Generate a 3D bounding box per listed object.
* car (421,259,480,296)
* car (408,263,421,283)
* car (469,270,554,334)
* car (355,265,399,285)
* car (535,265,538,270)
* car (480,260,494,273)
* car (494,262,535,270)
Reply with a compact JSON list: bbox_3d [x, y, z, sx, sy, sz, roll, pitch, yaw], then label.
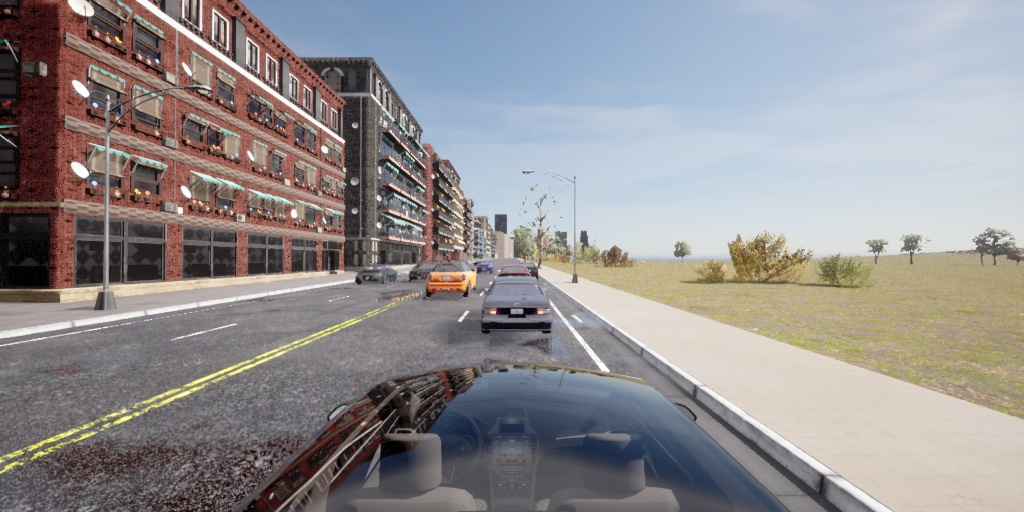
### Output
[{"bbox_3d":[-3.114,1.105,19.243,2.097,1.767,4.553,0,0,0],"label":"car"},{"bbox_3d":[-6.545,1.231,27.782,1.882,1.535,5.008,0,0,0],"label":"car"},{"bbox_3d":[0.118,1.299,10.627,2.033,1.411,5.357,0,0,0],"label":"car"},{"bbox_3d":[-9.799,1.317,26.264,1.994,1.385,4.181,0,0,0],"label":"car"},{"bbox_3d":[1.199,1.232,30.605,1.882,1.535,5.008,0,0,0],"label":"car"},{"bbox_3d":[-3.065,1.280,41.807,1.812,1.442,4.674,0,0,0],"label":"car"},{"bbox_3d":[0.144,1.231,21.167,1.882,1.535,5.008,0,0,0],"label":"car"}]
